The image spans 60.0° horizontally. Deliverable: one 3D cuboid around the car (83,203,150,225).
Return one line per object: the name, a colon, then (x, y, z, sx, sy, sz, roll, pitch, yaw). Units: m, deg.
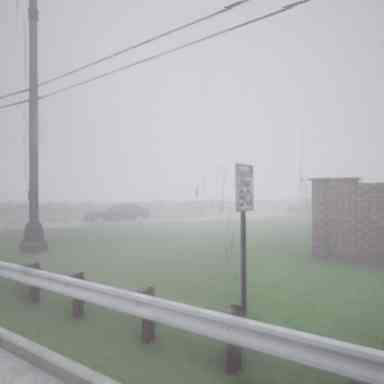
car: (-5.702, 1.593, 25.393, 5.008, 1.535, 1.882, 0, 0, -26)

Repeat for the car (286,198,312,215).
car: (12.165, 1.415, 35.239, 4.553, 1.767, 2.097, 0, 0, -30)
